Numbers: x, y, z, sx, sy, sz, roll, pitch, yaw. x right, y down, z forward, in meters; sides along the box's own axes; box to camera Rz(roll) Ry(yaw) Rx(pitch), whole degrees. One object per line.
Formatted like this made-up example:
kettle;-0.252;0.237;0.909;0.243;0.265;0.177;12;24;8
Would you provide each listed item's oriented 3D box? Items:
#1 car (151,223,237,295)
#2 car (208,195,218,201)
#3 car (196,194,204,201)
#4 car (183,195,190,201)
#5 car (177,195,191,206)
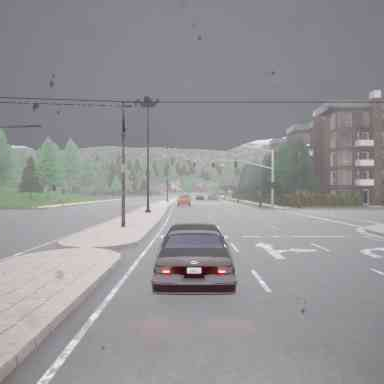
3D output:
car;0.052;1.547;8.865;2.033;1.411;5.357;0;0;0
car;5.571;1.539;85.475;2.033;1.411;5.357;0;0;0
car;2.071;1.477;85.471;1.882;1.535;5.008;0;0;0
car;-1.429;1.523;85.436;1.812;1.442;4.674;0;0;0
car;-1.298;1.352;54.611;2.097;1.767;4.553;0;0;-1
